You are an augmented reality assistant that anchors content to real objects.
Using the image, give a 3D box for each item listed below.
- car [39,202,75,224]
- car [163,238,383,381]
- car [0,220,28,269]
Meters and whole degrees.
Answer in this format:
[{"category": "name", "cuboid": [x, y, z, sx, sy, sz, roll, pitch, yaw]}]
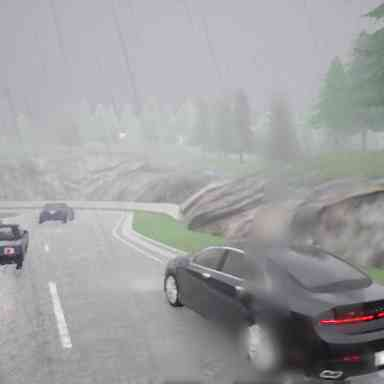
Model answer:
[{"category": "car", "cuboid": [-11.452, 1.692, 28.467, 2.097, 1.767, 4.553, 0, -1, -10]}, {"category": "car", "cuboid": [1.032, 1.579, 5.815, 1.837, 1.490, 4.892, 0, -1, -26]}, {"category": "car", "cuboid": [-6.652, 1.737, 11.295, 1.895, 1.301, 4.718, 0, -1, -24]}]
